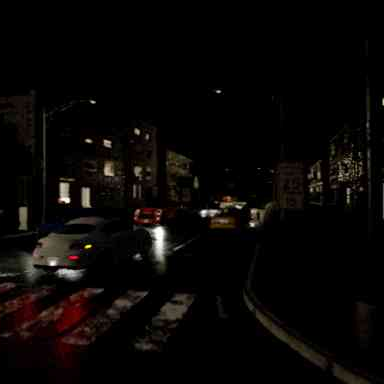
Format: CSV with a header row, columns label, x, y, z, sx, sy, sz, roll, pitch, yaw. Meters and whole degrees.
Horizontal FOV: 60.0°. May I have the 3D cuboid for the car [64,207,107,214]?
label,x,y,z,sx,sy,sz,roll,pitch,yaw
car,-4.824,1.465,14.945,1.882,1.535,5.008,-1,0,13

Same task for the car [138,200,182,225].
label,x,y,z,sx,sy,sz,roll,pitch,yaw
car,-2.542,1.370,24.356,2.097,1.767,4.553,-1,0,14

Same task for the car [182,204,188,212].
label,x,y,z,sx,sy,sz,roll,pitch,yaw
car,-2.102,1.665,37.119,1.802,1.307,4.206,0,0,14

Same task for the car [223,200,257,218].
label,x,y,z,sx,sy,sz,roll,pitch,yaw
car,3.432,1.510,24.389,2.008,1.369,4.403,0,0,14

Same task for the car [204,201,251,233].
label,x,y,z,sx,sy,sz,roll,pitch,yaw
car,2.168,1.468,19.177,1.752,1.417,4.829,0,0,14

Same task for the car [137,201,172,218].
label,x,y,z,sx,sy,sz,roll,pitch,yaw
car,-3.446,1.591,31.577,1.752,1.417,4.829,0,0,14

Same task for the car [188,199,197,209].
label,x,y,z,sx,sy,sz,roll,pitch,yaw
car,0.506,1.700,47.875,1.802,1.307,4.206,0,0,14

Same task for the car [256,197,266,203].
label,x,y,z,sx,sy,sz,roll,pitch,yaw
car,15.170,1.686,72.783,1.947,1.339,4.313,0,0,14

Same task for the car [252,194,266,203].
label,x,y,z,sx,sy,sz,roll,pitch,yaw
car,9.953,1.486,51.276,1.967,1.590,4.097,0,0,14

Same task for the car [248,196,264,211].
label,x,y,z,sx,sy,sz,roll,pitch,yaw
car,7.345,1.562,40.521,2.008,1.369,4.403,0,0,14

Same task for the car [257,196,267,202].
label,x,y,z,sx,sy,sz,roll,pitch,yaw
car,16.474,1.705,78.161,1.947,1.339,4.313,0,0,14

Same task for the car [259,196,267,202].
label,x,y,z,sx,sy,sz,roll,pitch,yaw
car,17.713,1.701,83.238,1.887,1.381,4.507,0,0,14

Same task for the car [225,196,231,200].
label,x,y,z,sx,sy,sz,roll,pitch,yaw
car,7.026,1.791,74.759,1.802,1.307,4.206,0,0,14

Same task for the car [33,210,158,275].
label,x,y,z,sx,sy,sz,roll,pitch,yaw
car,-2.780,1.467,10.195,1.812,1.442,4.674,-1,0,14

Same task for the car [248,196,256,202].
label,x,y,z,sx,sy,sz,roll,pitch,yaw
car,15.570,1.686,85.879,1.837,1.490,4.892,-1,0,14

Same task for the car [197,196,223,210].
label,x,y,z,sx,sy,sz,roll,pitch,yaw
car,2.439,1.646,44.608,1.994,1.385,4.181,-1,0,14

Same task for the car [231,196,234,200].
label,x,y,z,sx,sy,sz,roll,pitch,yaw
car,8.331,1.669,80.137,1.967,1.590,4.097,0,0,14

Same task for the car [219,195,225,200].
label,x,y,z,sx,sy,sz,roll,pitch,yaw
car,4.418,1.487,64.007,2.192,1.841,5.009,0,0,14
